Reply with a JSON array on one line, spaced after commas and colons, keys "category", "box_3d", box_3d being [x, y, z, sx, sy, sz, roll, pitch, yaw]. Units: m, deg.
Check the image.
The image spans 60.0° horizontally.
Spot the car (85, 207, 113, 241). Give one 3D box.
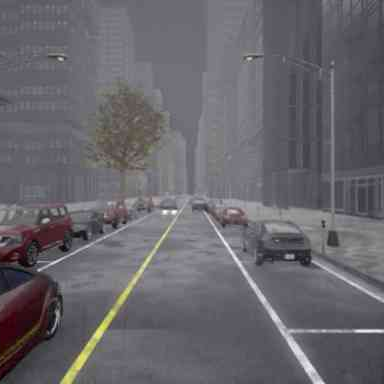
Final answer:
[{"category": "car", "box_3d": [-5.742, 1.654, 17.290, 1.947, 1.339, 4.313, 0, 0, 0]}]

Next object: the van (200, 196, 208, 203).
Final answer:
[{"category": "van", "box_3d": [2.857, 1.772, 79.741, 1.690, 1.788, 3.998, 0, 0, 0]}]

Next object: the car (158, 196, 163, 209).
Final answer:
[{"category": "car", "box_3d": [-5.702, 1.795, 51.184, 1.752, 1.417, 4.829, 0, 0, 0]}]

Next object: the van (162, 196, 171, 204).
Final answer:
[{"category": "van", "box_3d": [-5.674, 1.740, 74.065, 1.690, 1.788, 3.998, 0, 0, 0]}]

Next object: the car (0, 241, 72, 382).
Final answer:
[{"category": "car", "box_3d": [-3.096, 1.584, 3.783, 1.994, 1.385, 4.181, 0, 0, 0]}]

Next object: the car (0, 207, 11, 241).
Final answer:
[{"category": "car", "box_3d": [-5.756, 1.346, 5.937, 2.192, 1.841, 5.009, 0, 0, 0]}]

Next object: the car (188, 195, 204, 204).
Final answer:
[{"category": "car", "box_3d": [0.799, 1.650, 57.017, 2.097, 1.767, 4.553, 0, 0, 0]}]

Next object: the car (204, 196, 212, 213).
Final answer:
[{"category": "car", "box_3d": [2.810, 1.647, 39.998, 1.967, 1.590, 4.097, 0, 0, 0]}]

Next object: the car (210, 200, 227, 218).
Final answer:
[{"category": "car", "box_3d": [2.796, 1.673, 28.812, 1.752, 1.417, 4.829, 0, 0, 0]}]

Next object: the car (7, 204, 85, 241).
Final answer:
[{"category": "car", "box_3d": [-5.749, 1.375, 11.614, 2.192, 1.841, 5.009, 0, 0, 0]}]

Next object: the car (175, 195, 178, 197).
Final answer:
[{"category": "car", "box_3d": [-5.653, 2.080, 91.095, 1.802, 1.307, 4.206, 0, 0, 0]}]

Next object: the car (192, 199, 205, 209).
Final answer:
[{"category": "car", "box_3d": [0.962, 1.795, 51.055, 1.812, 1.442, 4.674, 0, 0, 0]}]

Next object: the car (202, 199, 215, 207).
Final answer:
[{"category": "car", "box_3d": [2.830, 1.853, 57.029, 2.008, 1.369, 4.403, 0, 0, 0]}]

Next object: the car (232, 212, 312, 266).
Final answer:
[{"category": "car", "box_3d": [2.776, 1.610, 11.610, 2.008, 1.369, 4.403, 0, 0, 0]}]

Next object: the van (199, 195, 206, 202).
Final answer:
[{"category": "van", "box_3d": [2.871, 1.839, 91.096, 1.690, 1.788, 3.998, 0, 0, 0]}]

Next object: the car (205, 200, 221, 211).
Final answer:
[{"category": "car", "box_3d": [2.817, 1.804, 45.675, 1.947, 1.339, 4.313, 0, 0, 0]}]

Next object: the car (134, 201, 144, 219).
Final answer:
[{"category": "car", "box_3d": [-5.729, 1.698, 28.645, 2.008, 1.369, 4.403, 0, 0, 0]}]

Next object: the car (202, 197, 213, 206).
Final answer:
[{"category": "car", "box_3d": [2.837, 1.774, 62.707, 1.967, 1.590, 4.097, 0, 0, 0]}]

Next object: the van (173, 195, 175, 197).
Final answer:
[{"category": "van", "box_3d": [-5.668, 1.773, 79.742, 1.690, 1.788, 3.998, 0, 0, 0]}]

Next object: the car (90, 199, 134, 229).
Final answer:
[{"category": "car", "box_3d": [-5.736, 1.432, 22.969, 2.192, 1.841, 5.009, 0, 0, 0]}]

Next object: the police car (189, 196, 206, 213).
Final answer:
[{"category": "police car", "box_3d": [0.950, 1.639, 41.165, 1.930, 1.638, 5.238, 0, 0, 0]}]

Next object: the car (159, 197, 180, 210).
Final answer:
[{"category": "car", "box_3d": [-3.031, 1.803, 45.623, 1.994, 1.385, 4.181, 0, 0, 0]}]

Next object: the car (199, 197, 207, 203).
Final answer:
[{"category": "car", "box_3d": [2.865, 2.009, 85.417, 1.887, 1.381, 4.507, 0, 0, 0]}]

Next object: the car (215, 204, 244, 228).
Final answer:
[{"category": "car", "box_3d": [2.789, 1.699, 22.964, 1.802, 1.307, 4.206, 0, 0, 0]}]

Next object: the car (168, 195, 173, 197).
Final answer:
[{"category": "car", "box_3d": [-5.681, 1.681, 68.387, 2.192, 1.841, 5.009, 0, 0, 0]}]

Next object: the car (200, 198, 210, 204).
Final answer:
[{"category": "car", "box_3d": [2.851, 1.949, 74.063, 2.008, 1.369, 4.403, 0, 0, 0]}]

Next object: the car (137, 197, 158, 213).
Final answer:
[{"category": "car", "box_3d": [-5.715, 1.523, 40.000, 2.192, 1.841, 5.009, 0, 0, 0]}]

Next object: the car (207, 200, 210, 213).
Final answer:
[{"category": "car", "box_3d": [2.803, 1.758, 34.319, 1.802, 1.307, 4.206, 0, 0, 0]}]
